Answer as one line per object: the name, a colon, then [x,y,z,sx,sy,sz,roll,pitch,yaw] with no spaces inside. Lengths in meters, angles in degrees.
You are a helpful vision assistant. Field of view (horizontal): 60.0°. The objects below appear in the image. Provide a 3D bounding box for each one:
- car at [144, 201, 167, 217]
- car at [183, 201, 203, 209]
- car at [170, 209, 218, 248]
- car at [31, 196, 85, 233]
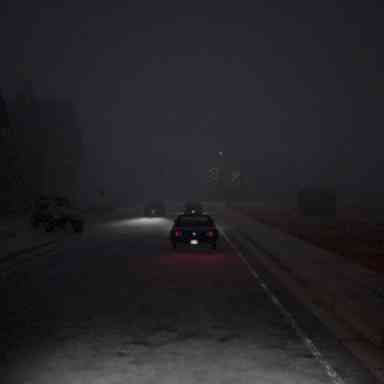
car: [-3.589,1.619,33.169,2.128,1.511,4.902,0,0,0]
car: [0.104,1.652,32.804,1.812,1.442,4.674,0,0,0]
car: [0.096,1.659,15.121,1.895,1.301,4.718,0,0,0]
car: [-7.660,1.217,18.870,1.905,1.878,3.866,8,-4,-42]
